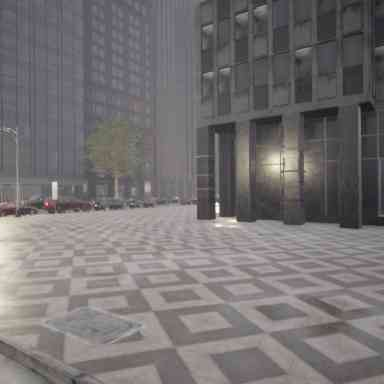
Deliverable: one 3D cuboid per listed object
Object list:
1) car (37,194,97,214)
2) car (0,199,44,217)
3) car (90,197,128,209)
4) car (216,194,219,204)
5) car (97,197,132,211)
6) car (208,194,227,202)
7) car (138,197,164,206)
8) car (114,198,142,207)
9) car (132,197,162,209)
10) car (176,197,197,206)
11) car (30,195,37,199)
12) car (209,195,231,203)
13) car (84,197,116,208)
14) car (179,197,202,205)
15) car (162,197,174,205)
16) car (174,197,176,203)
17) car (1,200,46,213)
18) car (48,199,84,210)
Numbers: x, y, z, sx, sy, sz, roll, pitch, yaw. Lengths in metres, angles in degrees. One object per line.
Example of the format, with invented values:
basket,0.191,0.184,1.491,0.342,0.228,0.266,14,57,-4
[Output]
car,-12.839,1.291,34.520,2.192,1.841,5.009,-1,0,35
car,-16.046,1.577,29.882,1.802,1.307,4.206,-1,0,35
car,-11.521,1.506,46.539,2.128,1.511,4.902,-1,0,35
car,3.209,1.222,57.700,2.192,1.841,5.009,-1,0,35
car,-9.627,1.525,39.155,1.947,1.339,4.313,-1,0,35
car,5.835,1.296,76.468,2.192,1.841,5.009,-1,0,35
car,-7.101,1.545,57.780,1.752,1.417,4.829,-1,0,35
car,-10.214,1.614,53.283,1.802,1.307,4.206,-1,0,35
car,-6.418,1.509,43.790,1.947,1.339,4.313,-1,0,35
car,0.001,1.463,53.063,1.887,1.381,4.507,-1,0,35
car,-17.241,1.265,38.304,2.150,2.045,5.566,-1,0,35
car,5.489,1.417,65.510,2.128,1.511,4.902,-1,0,35
car,-13.426,1.485,48.647,1.967,1.590,4.097,-1,0,35
car,-0.189,1.506,57.294,1.994,1.385,4.181,-1,0,34
car,-5.669,1.590,54.922,1.895,1.301,4.718,-1,0,35
car,-3.794,1.575,62.557,1.947,1.339,4.313,-1,0,35
car,-19.844,1.643,39.374,1.947,1.339,4.313,-1,0,35
car,-16.634,1.643,44.010,1.802,1.307,4.206,-1,0,35
